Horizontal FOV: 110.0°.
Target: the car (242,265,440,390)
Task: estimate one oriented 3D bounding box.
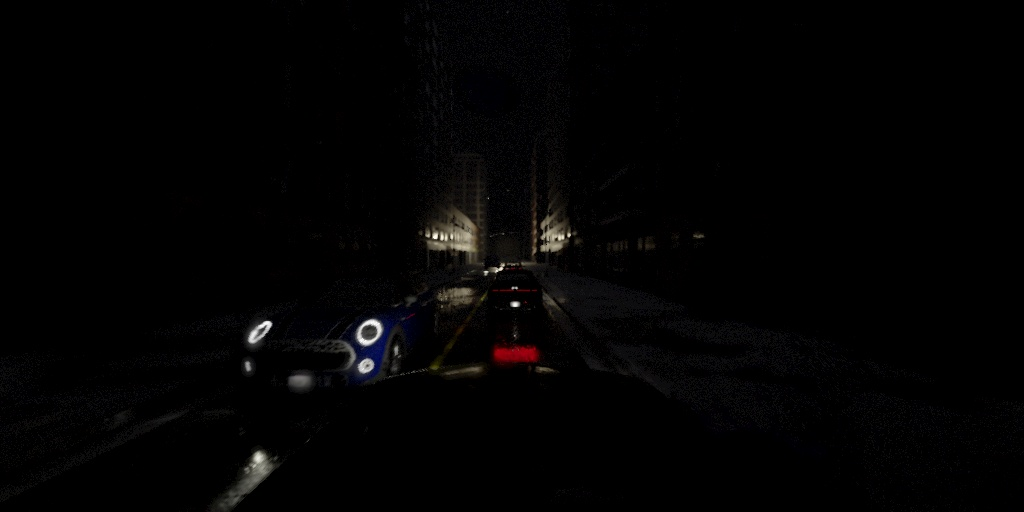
[{"bbox_3d":[-2.850,1.093,7.064,2.097,1.767,4.553,0,0,0],"label":"car"}]

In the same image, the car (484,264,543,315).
[{"bbox_3d":[0.100,1.236,13.489,1.837,1.490,4.892,0,0,0],"label":"car"}]

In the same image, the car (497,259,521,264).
[{"bbox_3d":[0.101,1.201,30.559,2.128,1.511,4.902,0,0,0],"label":"car"}]

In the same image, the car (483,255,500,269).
[{"bbox_3d":[-2.818,0.914,51.173,2.150,2.045,5.566,0,0,0],"label":"car"}]
